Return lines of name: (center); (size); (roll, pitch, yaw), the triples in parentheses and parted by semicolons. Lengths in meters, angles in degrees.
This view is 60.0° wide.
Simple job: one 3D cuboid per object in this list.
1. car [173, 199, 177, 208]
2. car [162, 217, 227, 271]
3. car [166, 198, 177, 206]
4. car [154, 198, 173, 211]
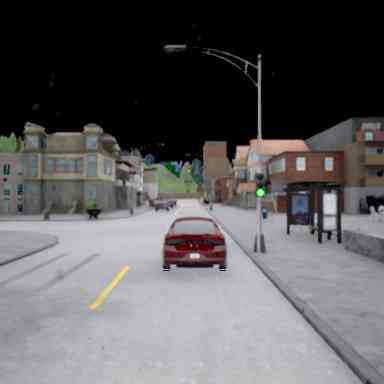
car: (-4.074, 2.075, 56.214); (1.895, 1.301, 4.718); (0, 0, 0)
car: (0.068, 1.574, 11.355); (1.882, 1.535, 5.008); (0, 0, 0)
car: (-4.018, 2.066, 66.582); (1.837, 1.490, 4.892); (0, 0, 0)
car: (-4.112, 1.901, 46.910); (1.837, 1.490, 4.892); (0, 0, 0)
